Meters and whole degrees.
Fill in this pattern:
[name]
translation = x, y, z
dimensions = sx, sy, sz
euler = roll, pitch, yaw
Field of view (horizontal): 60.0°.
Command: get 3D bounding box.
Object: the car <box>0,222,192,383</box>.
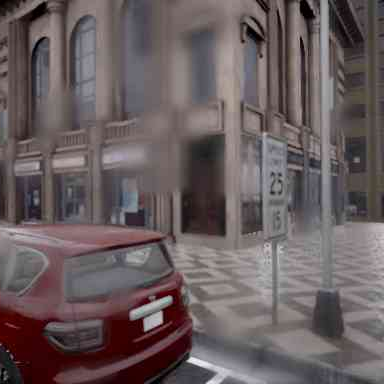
[car]
translation = -2.319, 1.357, 4.621
dimensions = 5.009, 1.841, 2.192
euler = -1, 0, 36
